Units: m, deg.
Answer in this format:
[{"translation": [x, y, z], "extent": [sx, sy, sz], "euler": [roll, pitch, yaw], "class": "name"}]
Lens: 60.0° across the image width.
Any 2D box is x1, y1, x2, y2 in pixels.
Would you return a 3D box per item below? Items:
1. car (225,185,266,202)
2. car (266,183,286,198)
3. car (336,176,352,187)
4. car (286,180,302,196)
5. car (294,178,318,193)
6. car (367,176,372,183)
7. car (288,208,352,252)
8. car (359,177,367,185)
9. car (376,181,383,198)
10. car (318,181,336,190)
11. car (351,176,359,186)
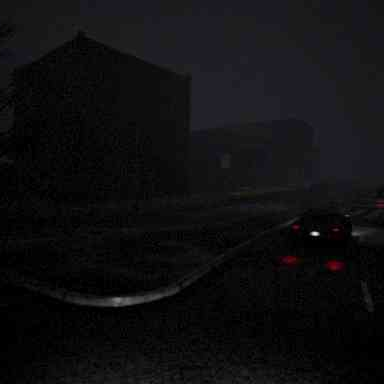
[{"translation": [5.496, 0.147, 35.319], "extent": [1.946, 1.575, 5.366], "euler": [1, 4, 38], "class": "car"}, {"translation": [8.899, -0.131, 39.661], "extent": [1.946, 1.575, 5.366], "euler": [1, 4, 38], "class": "car"}, {"translation": [29.467, -1.791, 66.010], "extent": [2.231, 1.521, 4.892], "euler": [1, 4, 38], "class": "car"}, {"translation": [12.294, -0.405, 44.011], "extent": [1.946, 1.575, 5.366], "euler": [1, 4, 38], "class": "car"}, {"translation": [15.862, -0.942, 48.570], "extent": [2.435, 2.045, 5.566], "euler": [1, 4, 38], "class": "car"}, {"translation": [42.854, -2.879, 83.160], "extent": [1.946, 1.575, 5.366], "euler": [1, 4, 38], "class": "car"}, {"translation": [5.128, 1.324, 13.104], "extent": [1.994, 1.385, 4.181], "euler": [1, 2, 28], "class": "car"}, {"translation": [38.587, -2.534, 77.784], "extent": [2.231, 1.521, 4.892], "euler": [1, 4, 39], "class": "car"}, {"translation": [21.918, -0.163, 37.169], "extent": [1.837, 1.490, 4.892], "euler": [1, 4, 38], "class": "car"}, {"translation": [22.651, -1.211, 57.284], "extent": [2.163, 1.488, 4.792], "euler": [1, 4, 38], "class": "car"}, {"translation": [32.836, -2.316, 70.321], "extent": [2.435, 2.045, 5.566], "euler": [1, 4, 38], "class": "car"}]
